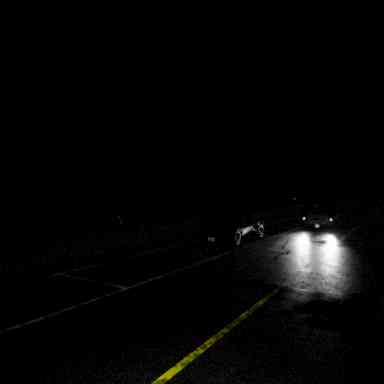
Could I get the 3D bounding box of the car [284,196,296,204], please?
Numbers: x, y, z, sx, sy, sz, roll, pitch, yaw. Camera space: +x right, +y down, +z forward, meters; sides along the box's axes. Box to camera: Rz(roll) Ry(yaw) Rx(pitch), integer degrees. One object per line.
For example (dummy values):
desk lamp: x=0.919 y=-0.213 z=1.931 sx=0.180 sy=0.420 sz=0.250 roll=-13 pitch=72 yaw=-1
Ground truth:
car: x=17.962 y=1.515 z=65.492 sx=4.902 sy=1.511 sz=2.128 roll=0 pitch=0 yaw=33

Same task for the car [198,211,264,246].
car: x=1.949 y=1.566 z=15.428 sx=1.947 sy=1.339 sz=4.313 roll=0 pitch=0 yaw=32

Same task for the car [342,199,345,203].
car: x=16.699 y=1.441 z=38.786 sx=1.967 sy=1.590 sz=4.097 roll=0 pitch=0 yaw=32

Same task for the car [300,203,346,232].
car: x=8.189 y=1.601 z=20.508 sx=1.895 sy=1.301 sz=4.718 roll=0 pitch=0 yaw=32

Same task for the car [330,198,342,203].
car: x=13.749 y=1.566 z=34.114 sx=1.947 sy=1.339 sz=4.313 roll=0 pitch=0 yaw=32

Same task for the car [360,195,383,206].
car: x=29.010 y=1.545 z=53.000 sx=2.033 sy=1.411 sz=5.357 roll=0 pitch=0 yaw=-3

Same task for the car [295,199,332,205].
car: x=10.799 y=1.582 z=29.443 sx=1.802 sy=1.307 sz=4.206 roll=0 pitch=0 yaw=32
